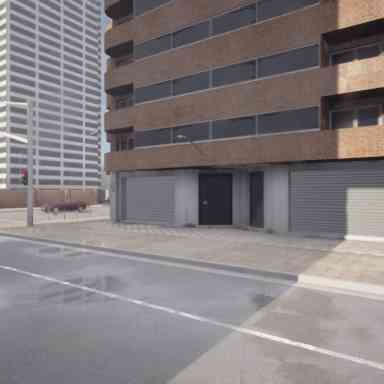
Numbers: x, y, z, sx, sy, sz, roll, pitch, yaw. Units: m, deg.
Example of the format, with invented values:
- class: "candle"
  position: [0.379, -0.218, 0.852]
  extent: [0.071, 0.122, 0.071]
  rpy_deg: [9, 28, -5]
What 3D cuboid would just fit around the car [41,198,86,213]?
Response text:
- class: "car"
  position: [-14.151, 1.473, 36.930]
  extent: [1.882, 1.535, 5.008]
  rpy_deg: [0, 0, 35]
